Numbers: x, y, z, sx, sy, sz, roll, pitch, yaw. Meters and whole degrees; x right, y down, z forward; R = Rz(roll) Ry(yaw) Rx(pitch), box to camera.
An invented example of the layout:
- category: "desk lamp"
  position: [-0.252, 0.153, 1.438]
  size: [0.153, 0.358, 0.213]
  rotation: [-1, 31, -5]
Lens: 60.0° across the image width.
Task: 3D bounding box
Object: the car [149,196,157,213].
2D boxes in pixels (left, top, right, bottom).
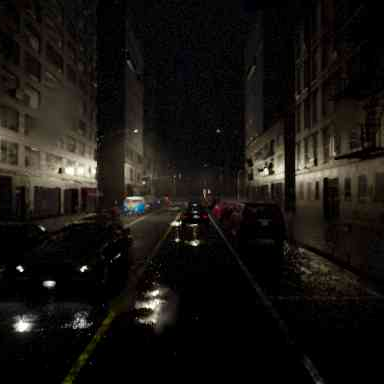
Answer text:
- category: "car"
  position: [-5.532, 1.494, 37.909]
  size: [1.967, 1.590, 4.097]
  rotation: [1, 0, 0]

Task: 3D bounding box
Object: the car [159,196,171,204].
- category: "car"
  position: [-5.369, 1.624, 65.954]
  size: [1.887, 1.381, 4.507]
  rotation: [1, 0, 0]

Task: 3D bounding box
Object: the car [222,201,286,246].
- category: "car"
  position: [2.863, 1.340, 15.420]
  size: [2.192, 1.841, 5.009]
  rotation: [1, 0, 0]

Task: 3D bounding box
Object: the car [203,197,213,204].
- category: "car"
  position: [3.156, 1.625, 65.903]
  size: [1.887, 1.381, 4.507]
  rotation: [1, 0, 0]

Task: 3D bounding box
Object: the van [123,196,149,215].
- category: "van"
  position: [-5.564, 1.388, 32.299]
  size: [1.690, 1.788, 3.998]
  rotation: [1, 0, 0]

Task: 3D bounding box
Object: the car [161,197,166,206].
- category: "car"
  position: [-5.468, 1.617, 49.127]
  size: [2.008, 1.369, 4.403]
  rotation: [1, 0, 0]

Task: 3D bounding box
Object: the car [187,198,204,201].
- category: "car"
  position: [0.366, 1.541, 45.760]
  size: [1.882, 1.535, 5.008]
  rotation: [0, 0, 0]

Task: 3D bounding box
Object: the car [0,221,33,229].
- category: "car"
  position: [-5.698, 1.581, 9.861]
  size: [1.947, 1.339, 4.313]
  rotation: [1, 0, 0]

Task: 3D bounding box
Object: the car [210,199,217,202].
- category: "car"
  position: [2.958, 1.630, 32.248]
  size: [1.802, 1.307, 4.206]
  rotation: [1, 0, 0]

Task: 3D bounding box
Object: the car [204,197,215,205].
- category: "car"
  position: [3.123, 1.658, 60.294]
  size: [1.802, 1.307, 4.206]
  rotation: [1, 0, 0]

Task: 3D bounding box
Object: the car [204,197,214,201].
- category: "car"
  position: [3.024, 1.627, 43.466]
  size: [1.947, 1.339, 4.313]
  rotation: [1, 0, 0]

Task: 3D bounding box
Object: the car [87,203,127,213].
- category: "car"
  position: [-5.633, 1.614, 21.079]
  size: [1.802, 1.307, 4.206]
  rotation: [1, 0, 0]

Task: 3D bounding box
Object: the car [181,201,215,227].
- category: "car"
  position: [0.230, 1.583, 23.037]
  size: [2.033, 1.411, 5.357]
  rotation: [0, 0, 0]

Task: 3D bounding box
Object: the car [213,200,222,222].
- category: "car"
  position: [2.926, 1.586, 26.638]
  size: [1.887, 1.381, 4.507]
  rotation: [1, 0, 0]

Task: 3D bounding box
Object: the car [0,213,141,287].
- category: "car"
  position: [-2.996, 1.563, 9.719]
  size: [2.033, 1.411, 5.357]
  rotation: [0, 0, 1]

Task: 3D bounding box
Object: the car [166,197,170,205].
- category: "car"
  position: [-5.402, 1.626, 60.345]
  size: [2.008, 1.369, 4.403]
  rotation: [1, 0, 0]

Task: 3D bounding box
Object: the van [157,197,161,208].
- category: "van"
  position: [-5.498, 1.401, 43.517]
  size: [1.690, 1.788, 3.998]
  rotation: [1, 0, 0]
